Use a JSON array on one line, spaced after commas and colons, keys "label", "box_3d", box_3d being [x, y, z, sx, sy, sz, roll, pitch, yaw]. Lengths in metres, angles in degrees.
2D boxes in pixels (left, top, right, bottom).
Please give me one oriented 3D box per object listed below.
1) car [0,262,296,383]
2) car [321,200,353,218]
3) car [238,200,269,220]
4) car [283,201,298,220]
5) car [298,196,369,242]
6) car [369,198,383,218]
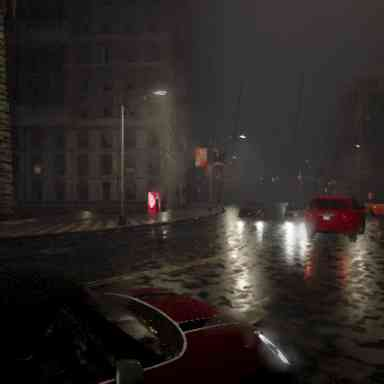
[{"label": "car", "box_3d": [-1.281, 1.349, 2.400, 4.553, 1.767, 2.097, 0, 0, -36]}, {"label": "car", "box_3d": [13.495, 1.545, 31.174, 1.994, 1.385, 4.181, 0, 0, 14]}, {"label": "car", "box_3d": [5.352, 1.458, 28.492, 1.882, 1.535, 5.008, 0, 0, 21]}, {"label": "car", "box_3d": [8.730, 1.475, 27.508, 2.128, 1.511, 4.902, 0, 0, 20]}, {"label": "car", "box_3d": [7.272, 1.207, 16.647, 2.150, 2.045, 5.566, 0, 0, 33]}, {"label": "car", "box_3d": [16.834, 1.334, 30.069, 2.097, 1.767, 4.553, 0, 0, 14]}]
